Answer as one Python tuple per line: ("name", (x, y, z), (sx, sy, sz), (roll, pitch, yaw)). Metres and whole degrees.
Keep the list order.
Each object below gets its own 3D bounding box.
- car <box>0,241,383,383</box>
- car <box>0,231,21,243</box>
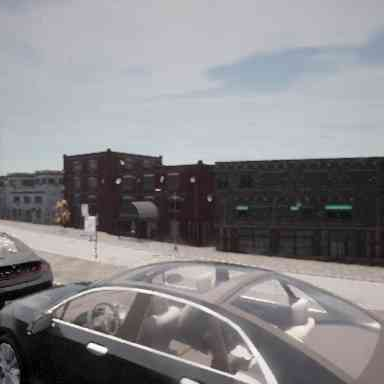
("car", (-0.237, 1.481, 3.421), (4.892, 1.521, 2.231), (0, 0, 35))
("car", (-4.736, 1.489, 6.619), (4.892, 1.521, 2.231), (0, 0, 35))
